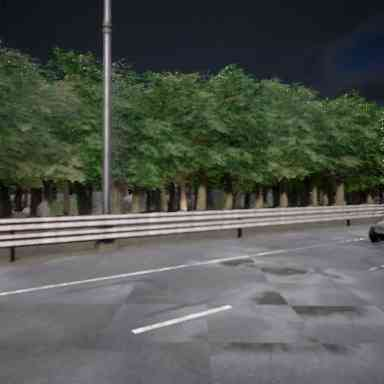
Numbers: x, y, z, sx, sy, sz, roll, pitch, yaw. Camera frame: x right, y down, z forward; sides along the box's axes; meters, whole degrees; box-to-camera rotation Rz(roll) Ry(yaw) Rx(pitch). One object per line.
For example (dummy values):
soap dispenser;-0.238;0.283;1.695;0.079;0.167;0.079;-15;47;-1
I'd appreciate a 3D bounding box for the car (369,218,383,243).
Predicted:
car;9.885;1.608;15.103;4.181;1.385;1.994;0;0;-35
